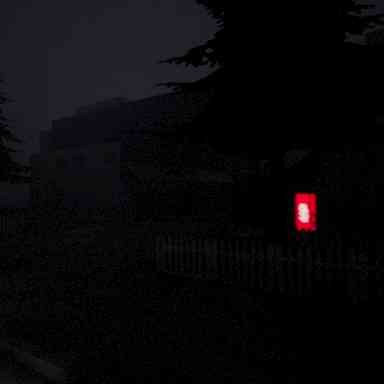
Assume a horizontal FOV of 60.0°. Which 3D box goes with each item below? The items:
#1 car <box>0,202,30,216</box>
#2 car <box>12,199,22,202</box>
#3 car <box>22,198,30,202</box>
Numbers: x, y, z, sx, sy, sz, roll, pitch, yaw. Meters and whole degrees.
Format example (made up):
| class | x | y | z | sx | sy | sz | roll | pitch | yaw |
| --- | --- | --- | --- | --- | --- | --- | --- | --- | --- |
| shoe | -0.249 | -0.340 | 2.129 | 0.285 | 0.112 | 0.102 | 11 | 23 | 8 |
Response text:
| class | x | y | z | sx | sy | sz | roll | pitch | yaw |
| --- | --- | --- | --- | --- | --- | --- | --- | --- | --- |
| car | -20.751 | 2.079 | 37.007 | 1.895 | 1.301 | 4.718 | -1 | 0 | 36 |
| car | -38.452 | 2.251 | 73.974 | 4.514 | 1.523 | 2.007 | -1 | -1 | 35 |
| car | -27.064 | 1.811 | 58.055 | 4.605 | 1.855 | 1.932 | -1 | -1 | 35 |
